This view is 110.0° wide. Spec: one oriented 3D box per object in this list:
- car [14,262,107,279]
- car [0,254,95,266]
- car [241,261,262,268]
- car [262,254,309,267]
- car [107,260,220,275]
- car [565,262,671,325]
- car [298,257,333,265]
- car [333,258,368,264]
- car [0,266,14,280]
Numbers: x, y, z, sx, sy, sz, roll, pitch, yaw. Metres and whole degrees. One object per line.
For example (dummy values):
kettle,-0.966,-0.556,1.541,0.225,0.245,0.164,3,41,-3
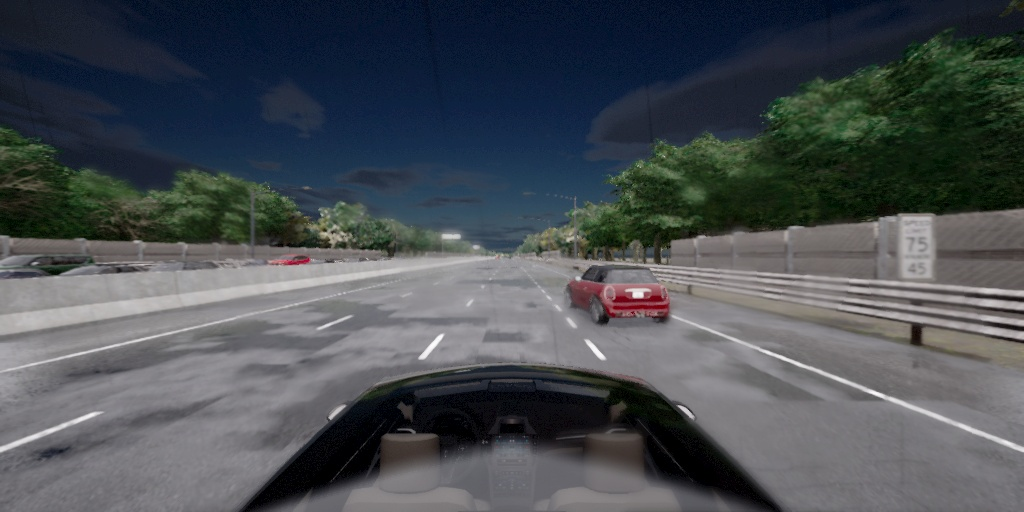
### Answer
car,-21.107,1.202,18.374,1.837,1.490,4.892,0,0,0
car,-28.098,0.912,21.140,2.150,2.045,5.566,0,0,0
car,-28.101,1.237,40.046,1.994,1.385,4.181,0,0,0
car,-24.602,0.843,39.940,2.150,2.045,5.566,0,0,0
car,-17.606,1.048,18.877,2.097,1.767,4.553,0,0,0
car,3.244,1.065,11.930,2.097,1.767,4.553,0,0,-6
car,-21.104,1.152,39.832,1.837,1.490,4.892,0,0,0
car,-17.601,0.990,40.221,2.097,1.767,4.553,0,0,0
car,-24.605,1.301,17.314,1.895,1.301,4.718,0,0,0
